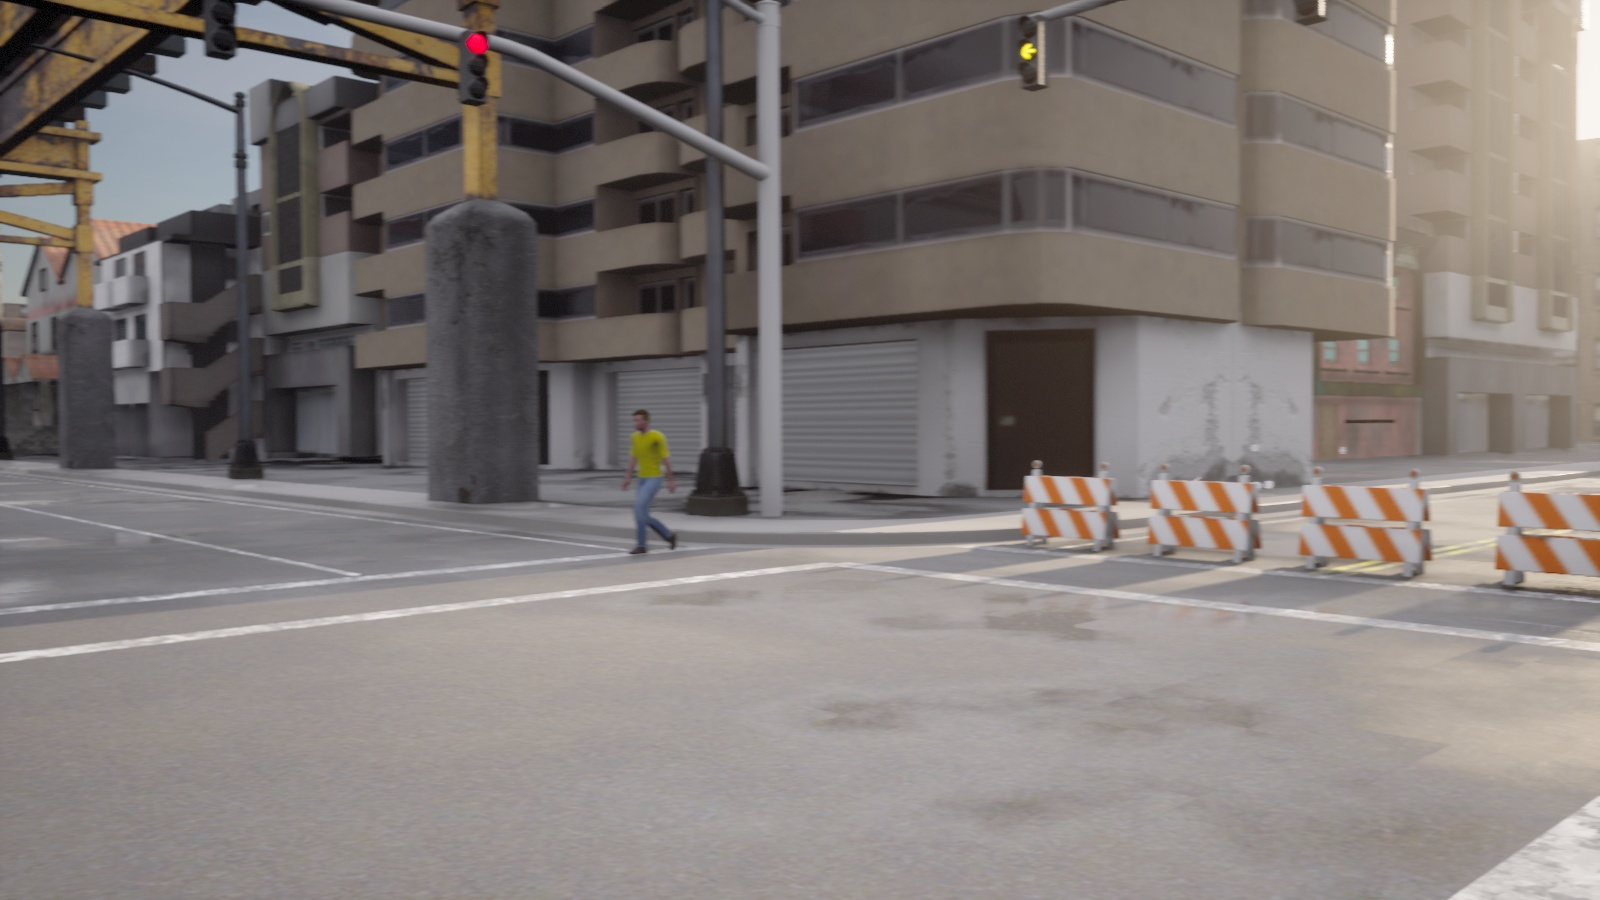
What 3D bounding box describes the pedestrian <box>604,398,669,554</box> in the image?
[{"bbox_3d":[-1.973,0.297,15.148,0.706,1.836,0.354,-1,2,-44],"label":"pedestrian"}]
